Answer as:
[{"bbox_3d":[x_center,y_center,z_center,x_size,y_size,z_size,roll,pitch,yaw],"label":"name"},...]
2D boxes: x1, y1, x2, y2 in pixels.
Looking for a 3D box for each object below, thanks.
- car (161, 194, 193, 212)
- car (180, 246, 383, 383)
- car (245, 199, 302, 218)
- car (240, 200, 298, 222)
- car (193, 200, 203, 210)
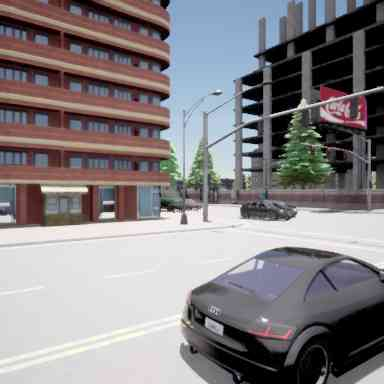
[{"bbox_3d":[-2.633,1.222,38.631,2.150,2.045,5.566,0,0,-36],"label":"car"},{"bbox_3d":[1.895,1.564,5.115,4.181,1.385,1.994,0,0,-35],"label":"car"},{"bbox_3d":[7.435,1.490,30.824,2.128,1.511,4.902,0,0,-37],"label":"car"},{"bbox_3d":[5.952,1.504,26.766,1.837,1.490,4.892,0,0,-36],"label":"car"},{"bbox_3d":[-0.526,1.523,41.678,1.812,1.442,4.674,0,0,-36],"label":"car"}]
